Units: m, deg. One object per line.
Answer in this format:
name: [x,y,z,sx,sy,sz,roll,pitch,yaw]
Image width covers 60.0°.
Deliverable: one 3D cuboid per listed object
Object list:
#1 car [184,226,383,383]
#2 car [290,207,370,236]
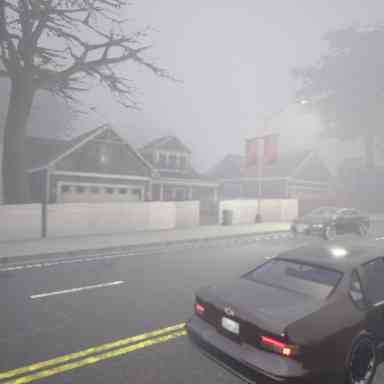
car: [2.475,1.547,5.202,5.357,1.411,2.033,0,0,-35]
car: [6.953,1.498,16.610,4.902,1.511,2.128,0,0,-35]
